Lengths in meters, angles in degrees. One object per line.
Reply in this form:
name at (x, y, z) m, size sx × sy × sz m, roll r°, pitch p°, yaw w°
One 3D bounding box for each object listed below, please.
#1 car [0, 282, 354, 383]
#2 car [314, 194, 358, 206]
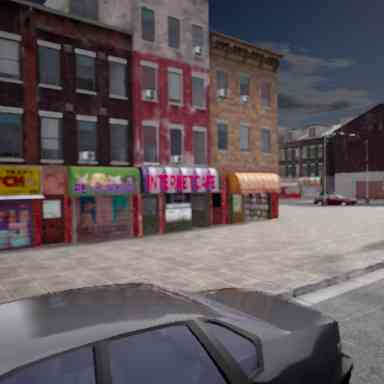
car at (-0.999, 1.538, 2.359) m, size 5.357 × 1.411 × 2.033 m, roll -1°, pitch 1°, yaw -36°
car at (15.399, 0.870, 35.769) m, size 1.887 × 1.381 × 4.507 m, roll -3°, pitch 1°, yaw -36°
